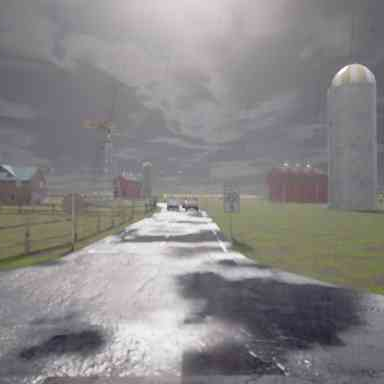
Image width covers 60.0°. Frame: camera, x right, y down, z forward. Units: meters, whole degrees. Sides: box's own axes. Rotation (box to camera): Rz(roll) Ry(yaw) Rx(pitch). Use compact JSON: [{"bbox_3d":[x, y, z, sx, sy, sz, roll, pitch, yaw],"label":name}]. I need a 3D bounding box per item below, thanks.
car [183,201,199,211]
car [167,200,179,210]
[{"bbox_3d":[-0.067,2.052,49.371,1.837,1.490,4.892,0,-1,-2],"label":"car"},{"bbox_3d":[-3.007,2.065,53.488,1.882,1.535,5.008,0,-1,-2],"label":"car"}]
